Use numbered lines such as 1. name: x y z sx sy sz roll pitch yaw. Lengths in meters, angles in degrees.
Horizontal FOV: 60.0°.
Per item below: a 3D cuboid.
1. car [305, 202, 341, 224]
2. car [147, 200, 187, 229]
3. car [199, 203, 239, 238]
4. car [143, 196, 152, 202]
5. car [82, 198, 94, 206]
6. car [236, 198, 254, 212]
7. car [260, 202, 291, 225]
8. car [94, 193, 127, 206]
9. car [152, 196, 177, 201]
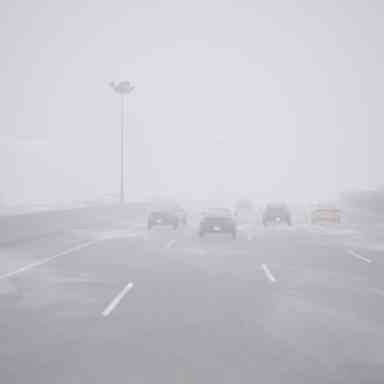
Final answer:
1. car: 9.812 1.486 25.186 1.882 1.535 5.008 0 0 11
2. car: -1.530 1.504 21.408 1.812 1.442 4.674 0 0 9
3. car: 1.445 1.516 17.729 1.812 1.442 4.674 0 0 7
4. car: -6.528 1.426 56.409 2.128 1.511 4.902 0 0 22
5. car: -15.315 1.512 52.938 1.895 1.301 4.718 0 0 20
6. car: 6.274 1.491 39.537 1.837 1.490 4.892 0 0 17
7. car: 6.003 1.503 23.924 1.837 1.490 4.892 0 0 10
8. car: -12.167 1.144 51.348 2.150 2.045 5.566 0 0 20
9. car: -3.994 1.436 53.269 2.128 1.511 4.902 0 0 21
